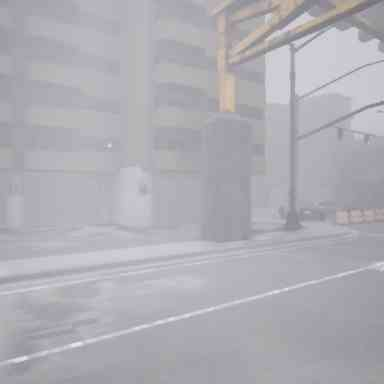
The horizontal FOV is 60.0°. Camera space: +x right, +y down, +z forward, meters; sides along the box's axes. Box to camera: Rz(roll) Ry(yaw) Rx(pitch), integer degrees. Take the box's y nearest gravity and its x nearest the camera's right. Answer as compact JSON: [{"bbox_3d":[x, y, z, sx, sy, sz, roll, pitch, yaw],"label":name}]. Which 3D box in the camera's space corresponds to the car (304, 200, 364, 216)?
[{"bbox_3d":[12.467,1.316,29.280,4.536,1.218,1.853,0,0,34],"label":"car"}]

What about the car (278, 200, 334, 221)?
[{"bbox_3d":[8.946,1.471,27.083,2.038,1.542,4.974,0,0,-11],"label":"car"}]

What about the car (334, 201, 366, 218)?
[{"bbox_3d":[12.510,1.474,29.251,4.974,1.542,2.038,0,0,34],"label":"car"}]

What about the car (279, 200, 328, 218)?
[{"bbox_3d":[8.936,1.313,27.134,1.853,1.218,4.536,0,0,-11],"label":"car"}]
